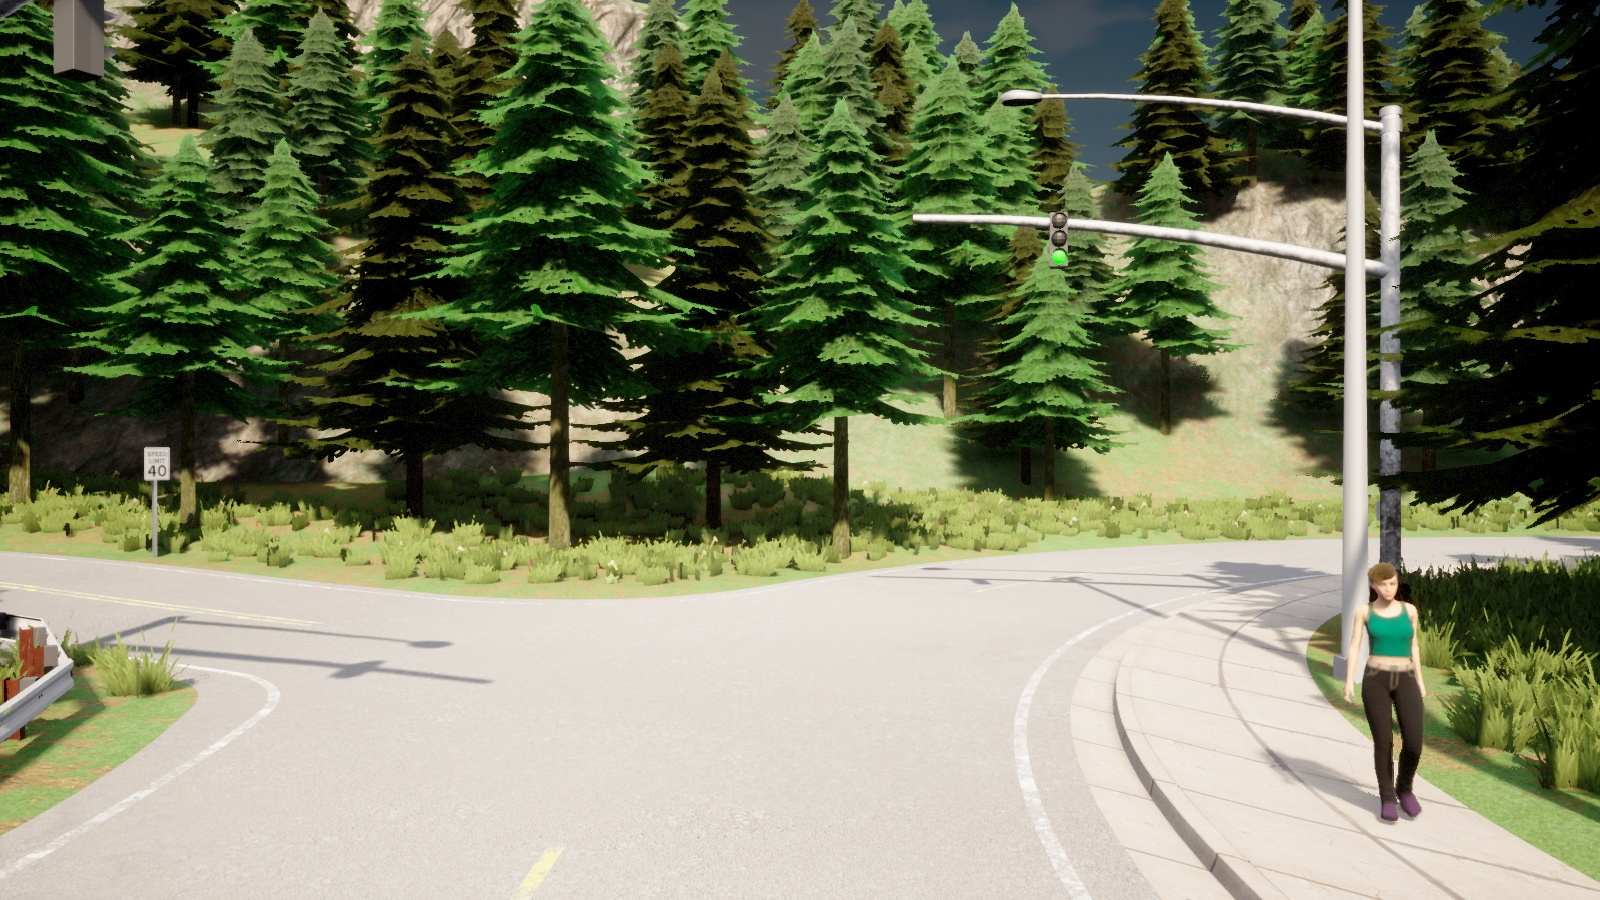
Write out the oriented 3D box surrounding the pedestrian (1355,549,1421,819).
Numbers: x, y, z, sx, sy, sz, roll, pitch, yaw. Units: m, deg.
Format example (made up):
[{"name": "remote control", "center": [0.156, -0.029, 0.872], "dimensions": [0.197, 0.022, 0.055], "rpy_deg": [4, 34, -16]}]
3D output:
[{"name": "pedestrian", "center": [4.257, 1.669, 8.281], "dimensions": [0.375, 1.860, 0.375], "rpy_deg": [0, 0, 19]}]
